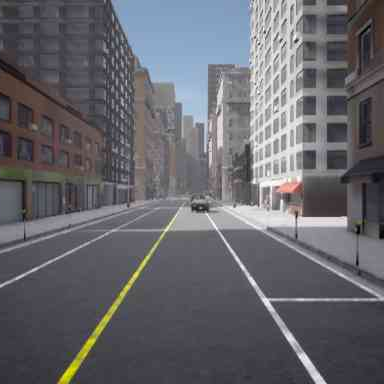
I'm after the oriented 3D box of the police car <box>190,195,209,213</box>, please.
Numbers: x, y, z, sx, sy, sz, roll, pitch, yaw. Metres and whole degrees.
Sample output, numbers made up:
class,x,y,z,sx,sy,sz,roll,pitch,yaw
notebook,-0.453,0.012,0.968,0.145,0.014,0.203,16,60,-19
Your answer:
class,x,y,z,sx,sy,sz,roll,pitch,yaw
police car,0.900,1.434,37.150,1.930,1.638,5.238,0,0,0

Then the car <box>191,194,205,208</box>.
class,x,y,z,sx,sy,sz,roll,pitch,yaw
car,0.897,1.325,53.069,2.150,2.045,5.566,0,0,0
